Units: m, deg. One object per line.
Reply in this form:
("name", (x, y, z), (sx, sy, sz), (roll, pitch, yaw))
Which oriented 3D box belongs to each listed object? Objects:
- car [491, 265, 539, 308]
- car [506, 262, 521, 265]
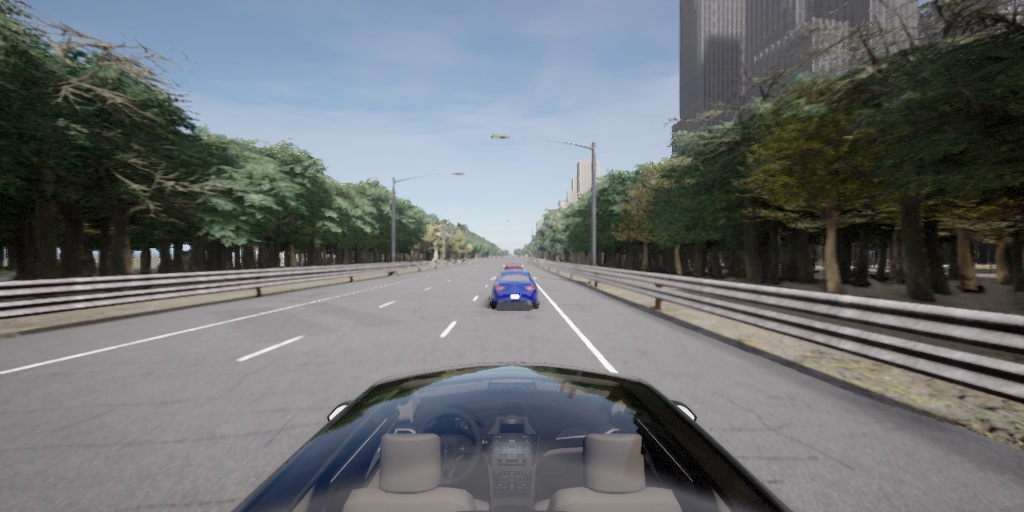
("car", (0.112, 1.307, 15.232), (1.812, 1.442, 4.674), (0, 0, 0))
("car", (0.128, 1.304, 34.704), (1.882, 1.535, 5.008), (0, 0, 0))
